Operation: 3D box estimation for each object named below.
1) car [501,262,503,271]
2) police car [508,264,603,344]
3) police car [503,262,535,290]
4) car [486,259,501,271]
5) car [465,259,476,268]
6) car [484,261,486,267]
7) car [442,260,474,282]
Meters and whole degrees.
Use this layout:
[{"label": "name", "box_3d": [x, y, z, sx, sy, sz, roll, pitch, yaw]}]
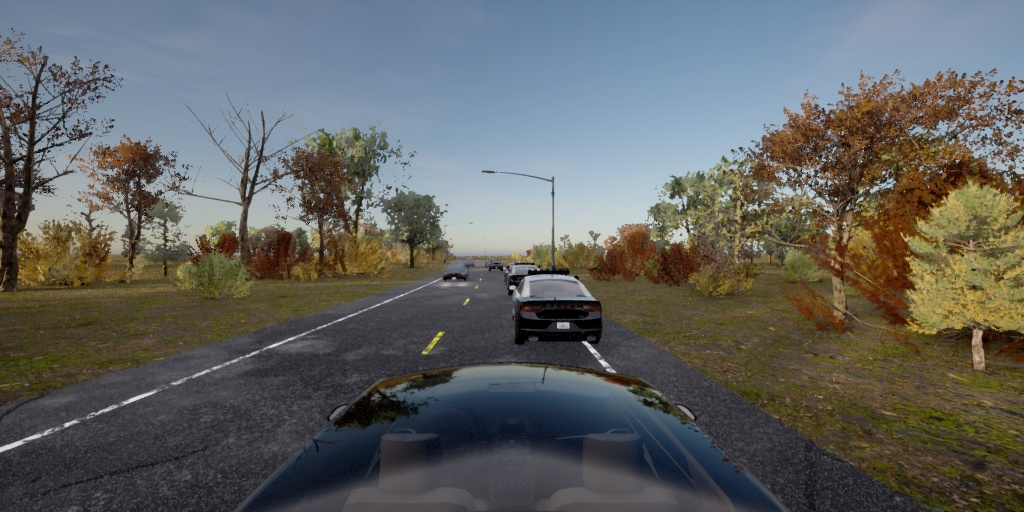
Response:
[{"label": "car", "box_3d": [0.413, 1.217, 25.665, 1.882, 1.535, 5.008, 0, 0, -3]}, {"label": "police car", "box_3d": [0.969, 1.174, 9.695, 1.930, 1.638, 5.238, 0, 0, -1]}, {"label": "police car", "box_3d": [0.679, 1.170, 19.747, 1.930, 1.638, 5.238, 0, 0, -2]}, {"label": "car", "box_3d": [-2.169, 1.234, 47.337, 1.837, 1.490, 4.892, 0, 0, -5]}, {"label": "car", "box_3d": [-7.244, 1.222, 60.881, 1.837, 1.490, 4.892, 0, 0, -7]}, {"label": "car", "box_3d": [-3.516, 1.209, 60.227, 2.128, 1.511, 4.902, 0, 0, -7]}, {"label": "car", "box_3d": [-4.460, 1.287, 29.292, 2.033, 1.411, 5.357, 0, 0, -3]}]
